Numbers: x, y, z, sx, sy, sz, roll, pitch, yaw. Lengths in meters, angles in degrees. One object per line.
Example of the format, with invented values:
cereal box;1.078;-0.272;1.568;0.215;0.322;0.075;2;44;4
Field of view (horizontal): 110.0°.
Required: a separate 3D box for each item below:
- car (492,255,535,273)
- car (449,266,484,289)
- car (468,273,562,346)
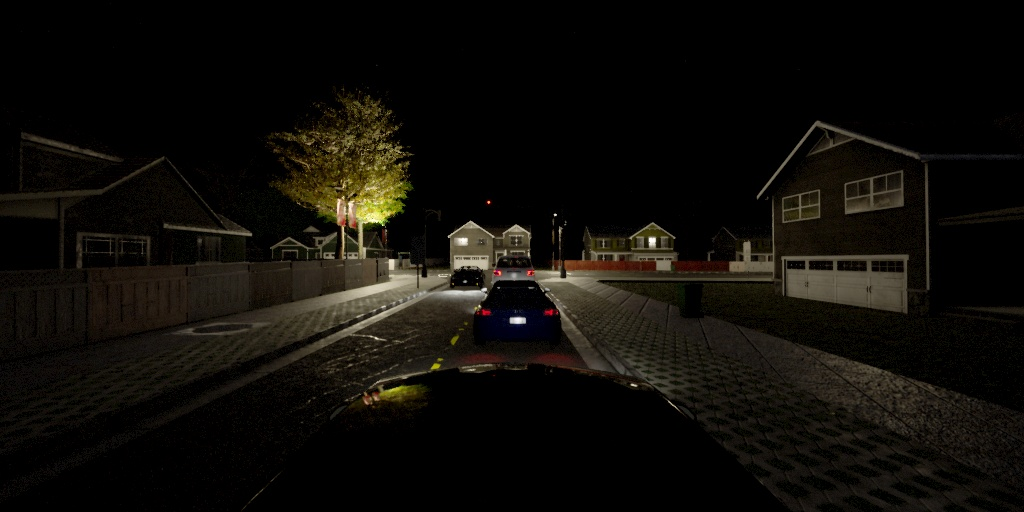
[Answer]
car;0.099;0.975;19.442;2.150;2.045;5.566;0;0;0
car;-2.753;1.323;23.016;1.994;1.385;4.181;0;0;0
car;0.105;1.315;9.480;1.994;1.385;4.181;0;0;0
